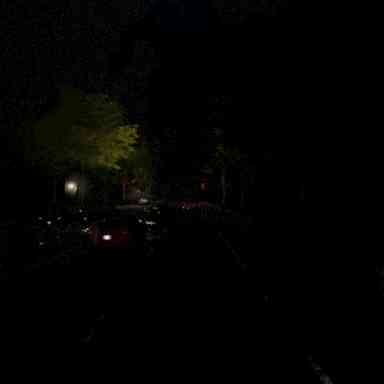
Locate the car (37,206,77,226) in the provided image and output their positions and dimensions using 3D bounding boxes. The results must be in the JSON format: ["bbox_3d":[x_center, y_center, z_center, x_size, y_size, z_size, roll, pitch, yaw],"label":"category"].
[{"bbox_3d":[-9.869,1.756,25.639,2.033,1.411,5.357,0,-1,0],"label":"car"}]

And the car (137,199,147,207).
[{"bbox_3d":[-9.803,2.186,67.252,2.128,1.511,4.902,0,-1,0],"label":"car"}]

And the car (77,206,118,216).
[{"bbox_3d":[-6.620,1.752,25.225,2.033,1.411,5.357,0,-1,0],"label":"car"}]

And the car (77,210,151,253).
[{"bbox_3d":[-3.160,1.676,14.361,1.994,1.385,4.181,0,0,0],"label":"car"}]

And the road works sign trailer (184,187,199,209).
[{"bbox_3d":[-0.040,0.989,55.134,2.380,3.560,2.880,0,-1,0],"label":"road works sign trailer"}]

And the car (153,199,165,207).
[{"bbox_3d":[-6.552,2.166,66.837,1.837,1.490,4.892,0,-1,0],"label":"car"}]

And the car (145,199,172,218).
[{"bbox_3d":[-3.176,1.784,34.279,2.128,1.511,4.902,0,-1,0],"label":"car"}]
